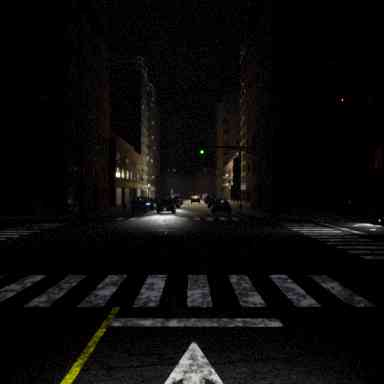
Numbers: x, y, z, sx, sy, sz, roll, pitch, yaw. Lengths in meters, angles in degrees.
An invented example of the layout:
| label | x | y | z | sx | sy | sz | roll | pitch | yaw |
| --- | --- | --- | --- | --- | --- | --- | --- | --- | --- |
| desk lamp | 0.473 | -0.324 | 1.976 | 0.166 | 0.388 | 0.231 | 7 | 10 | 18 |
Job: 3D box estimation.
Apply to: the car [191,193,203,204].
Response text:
| label | x | y | z | sx | sy | sz | roll | pitch | yaw |
| --- | --- | --- | --- | --- | --- | --- | --- | --- | --- |
| car | 0.712 | 1.493 | 65.505 | 2.128 | 1.511 | 4.902 | 0 | 0 | 1 |

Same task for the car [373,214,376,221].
| label | x | y | z | sx | sy | sz | roll | pitch | yaw |
| --- | --- | --- | --- | --- | --- | --- | --- | --- | --- |
| car | 15.501 | 1.564 | 22.758 | 5.357 | 1.411 | 2.033 | 0 | 0 | 0 |

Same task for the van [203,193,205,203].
| label | x | y | z | sx | sy | sz | roll | pitch | yaw |
| --- | --- | --- | --- | --- | --- | --- | --- | --- | --- |
| van | 3.297 | 1.344 | 58.176 | 1.690 | 1.788 | 3.998 | 0 | 0 | 1 |

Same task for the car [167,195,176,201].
| label | x | y | z | sx | sy | sz | roll | pitch | yaw |
| --- | --- | --- | --- | --- | --- | --- | --- | --- | --- |
| car | -4.978 | 1.522 | 80.767 | 1.752 | 1.417 | 4.829 | 0 | 0 | 1 |

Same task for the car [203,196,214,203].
| label | x | y | z | sx | sy | sz | roll | pitch | yaw |
| --- | --- | --- | --- | --- | --- | --- | --- | --- | --- |
| car | 3.423 | 1.551 | 69.515 | 2.008 | 1.369 | 4.403 | 0 | 0 | 1 |

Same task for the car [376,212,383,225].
| label | x | y | z | sx | sy | sz | roll | pitch | yaw |
| --- | --- | --- | --- | --- | --- | --- | --- | --- | --- |
| car | 13.821 | 1.619 | 19.511 | 4.718 | 1.301 | 1.895 | 0 | 0 | 0 |

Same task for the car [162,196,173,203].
| label | x | y | z | sx | sy | sz | roll | pitch | yaw |
| --- | --- | --- | --- | --- | --- | --- | --- | --- | --- |
| car | -5.102 | 1.567 | 69.601 | 1.947 | 1.339 | 4.313 | 0 | 0 | 1 |

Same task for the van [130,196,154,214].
| label | x | y | z | sx | sy | sz | roll | pitch | yaw |
| --- | --- | --- | --- | --- | --- | --- | --- | --- | --- |
| van | -5.481 | 1.343 | 35.594 | 1.690 | 1.788 | 3.998 | 0 | 0 | 1 |

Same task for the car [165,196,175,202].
| label | x | y | z | sx | sy | sz | roll | pitch | yaw |
| --- | --- | --- | --- | --- | --- | --- | --- | --- | --- |
| car | -5.039 | 1.543 | 75.269 | 1.887 | 1.381 | 4.507 | 0 | 0 | 1 |

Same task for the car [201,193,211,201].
| label | x | y | z | sx | sy | sz | roll | pitch | yaw |
| --- | --- | --- | --- | --- | --- | --- | --- | --- | --- |
| car | 3.612 | 1.309 | 86.521 | 2.192 | 1.841 | 5.009 | 0 | 0 | 1 |

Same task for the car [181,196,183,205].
| label | x | y | z | sx | sy | sz | roll | pitch | yaw |
| --- | --- | --- | --- | --- | --- | --- | --- | --- | --- |
| car | -2.594 | 1.604 | 46.145 | 1.895 | 1.301 | 4.718 | 0 | 0 | 1 |

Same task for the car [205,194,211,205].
| label | x | y | z | sx | sy | sz | roll | pitch | yaw |
| --- | --- | --- | --- | --- | --- | --- | --- | --- | --- |
| car | 3.171 | 1.443 | 46.839 | 1.967 | 1.590 | 4.097 | 0 | 0 | 1 |

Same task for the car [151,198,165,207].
| label | x | y | z | sx | sy | sz | roll | pitch | yaw |
| --- | --- | --- | --- | --- | --- | --- | --- | --- | --- |
| car | -5.291 | 1.585 | 52.598 | 1.802 | 1.307 | 4.206 | 0 | 0 | 1 |

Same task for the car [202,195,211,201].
| label | x | y | z | sx | sy | sz | roll | pitch | yaw |
| --- | --- | --- | --- | --- | --- | --- | --- | --- | --- |
| car | 3.549 | 1.437 | 80.853 | 1.967 | 1.590 | 4.097 | 0 | 0 | 1 |

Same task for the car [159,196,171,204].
| label | x | y | z | sx | sy | sz | roll | pitch | yaw |
| --- | --- | --- | --- | --- | --- | --- | --- | --- | --- |
| car | -5.167 | 1.527 | 63.763 | 1.752 | 1.417 | 4.829 | 0 | 0 | 1 |

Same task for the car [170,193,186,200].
| label | x | y | z | sx | sy | sz | roll | pitch | yaw |
| --- | --- | --- | --- | --- | --- | --- | --- | --- | --- |
| car | -2.472 | 1.502 | 57.020 | 1.837 | 1.490 | 4.892 | 0 | 2 | 0 |

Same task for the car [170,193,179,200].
| label | x | y | z | sx | sy | sz | roll | pitch | yaw |
| --- | --- | --- | --- | --- | --- | --- | --- | --- | --- |
| car | -4.850 | 1.307 | 92.273 | 2.192 | 1.841 | 5.009 | 0 | 0 | 1 |

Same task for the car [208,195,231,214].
| label | x | y | z | sx | sy | sz | roll | pitch | yaw |
| --- | --- | --- | --- | --- | --- | --- | --- | --- | --- |
| car | 3.045 | 1.442 | 35.501 | 1.967 | 1.590 | 4.097 | 0 | 0 | 1 |

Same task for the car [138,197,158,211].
| label | x | y | z | sx | sy | sz | roll | pitch | yaw |
| --- | --- | --- | --- | --- | --- | --- | --- | --- | --- |
| car | -5.418 | 1.443 | 41.262 | 1.967 | 1.590 | 4.097 | 0 | 0 | 1 |

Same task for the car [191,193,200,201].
| label | x | y | z | sx | sy | sz | roll | pitch | yaw |
| --- | --- | --- | --- | --- | --- | --- | --- | --- | --- |
| car | 0.827 | 1.186 | 75.895 | 2.097 | 1.767 | 4.553 | 0 | 0 | 1 |

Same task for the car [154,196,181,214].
| label | x | y | z | sx | sy | sz | roll | pitch | yaw |
| --- | --- | --- | --- | --- | --- | --- | --- | --- | --- |
| car | -2.707 | 1.493 | 36.066 | 2.128 | 1.511 | 4.902 | 0 | 0 | 1 |

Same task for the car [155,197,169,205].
| label | x | y | z | sx | sy | sz | roll | pitch | yaw |
| --- | --- | --- | --- | --- | --- | --- | --- | --- | --- |
| car | -5.229 | 1.569 | 58.266 | 1.947 | 1.339 | 4.313 | 0 | 0 | 1 |

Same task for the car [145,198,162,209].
| label | x | y | z | sx | sy | sz | roll | pitch | yaw |
| --- | --- | --- | --- | --- | --- | --- | --- | --- | --- |
| car | -5.354 | 1.569 | 46.930 | 1.947 | 1.339 | 4.313 | 0 | 0 | 1 |
